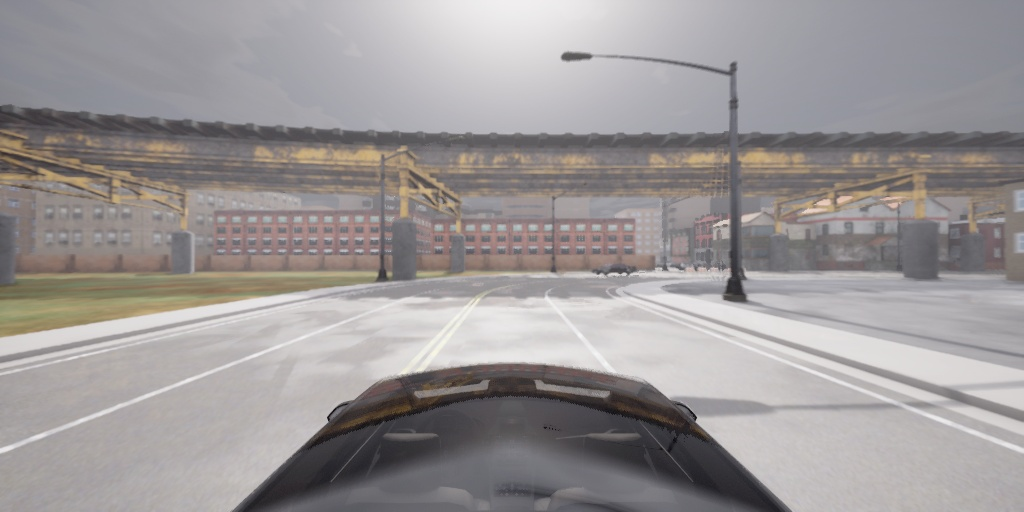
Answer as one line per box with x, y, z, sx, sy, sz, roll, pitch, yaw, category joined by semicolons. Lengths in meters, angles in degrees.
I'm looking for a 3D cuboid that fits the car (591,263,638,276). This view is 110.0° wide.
11.846;1.465;41.388;5.357;1.411;2.033;0;0;-18;car
